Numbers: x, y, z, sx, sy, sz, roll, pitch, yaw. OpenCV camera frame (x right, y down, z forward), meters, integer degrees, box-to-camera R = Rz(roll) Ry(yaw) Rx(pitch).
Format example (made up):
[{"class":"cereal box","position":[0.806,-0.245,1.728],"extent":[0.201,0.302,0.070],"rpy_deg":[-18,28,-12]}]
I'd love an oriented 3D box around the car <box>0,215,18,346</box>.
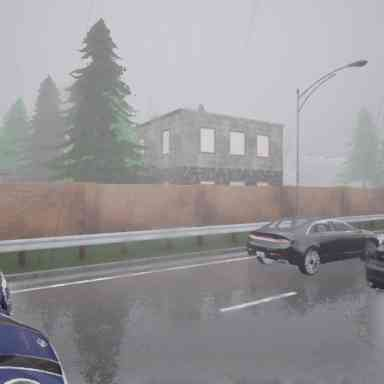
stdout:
[{"class":"car","position":[-5.072,1.352,4.584],"extent":[4.553,1.767,2.097],"rpy_deg":[0,0,-33]}]

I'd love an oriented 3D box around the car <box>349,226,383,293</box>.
[{"class":"car","position":[5.901,1.506,7.550],"extent":[4.892,1.490,1.837],"rpy_deg":[0,0,-33]}]

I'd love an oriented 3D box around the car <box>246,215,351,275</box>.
[{"class":"car","position":[3.906,1.491,10.427],"extent":[4.902,1.511,2.128],"rpy_deg":[0,0,-33]}]

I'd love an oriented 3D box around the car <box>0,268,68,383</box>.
[{"class":"car","position":[-3.009,1.352,1.752],"extent":[4.553,1.767,2.097],"rpy_deg":[0,0,-33]}]
